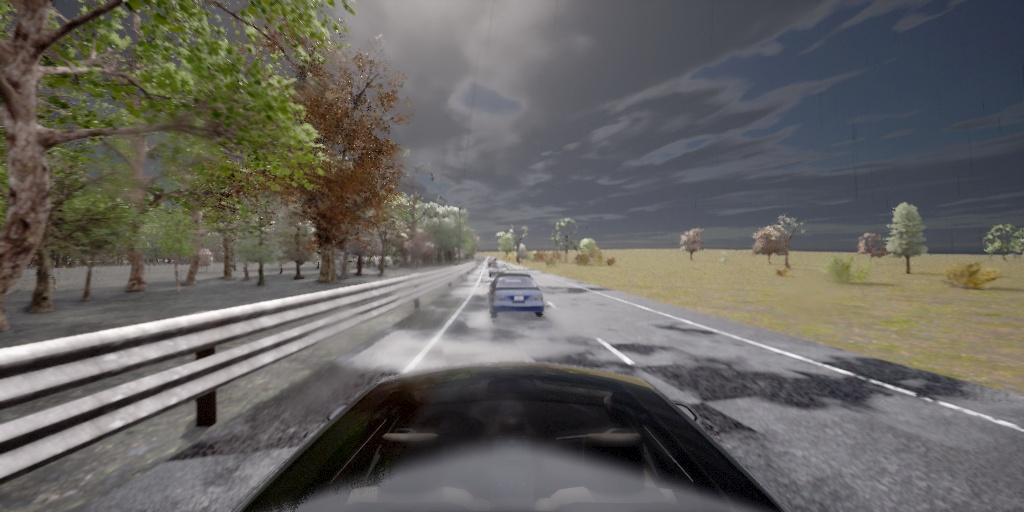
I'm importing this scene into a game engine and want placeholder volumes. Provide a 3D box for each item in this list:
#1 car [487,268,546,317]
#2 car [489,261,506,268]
[{"bbox_3d":[0.055,1.359,13.536,2.033,1.411,5.357,0,0,-4],"label":"car"},{"bbox_3d":[-1.618,1.540,39.512,1.895,1.301,4.718,0,0,-4],"label":"car"}]
